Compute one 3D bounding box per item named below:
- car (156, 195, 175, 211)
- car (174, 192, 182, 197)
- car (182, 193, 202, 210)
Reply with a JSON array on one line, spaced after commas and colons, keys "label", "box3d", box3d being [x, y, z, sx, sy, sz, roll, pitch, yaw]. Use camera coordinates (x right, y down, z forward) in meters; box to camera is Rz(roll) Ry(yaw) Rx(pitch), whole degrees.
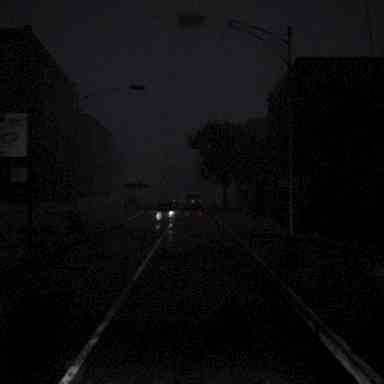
[{"label": "car", "box3d": [-3.208, 1.475, 40.390, 1.812, 1.442, 4.674, 0, 0, 0]}, {"label": "car", "box3d": [-3.410, 0.656, 81.871, 2.097, 1.767, 4.553, 0, 1, 0]}, {"label": "car", "box3d": [0.127, 1.150, 42.861, 2.150, 2.045, 5.566, 0, 1, 0]}]
